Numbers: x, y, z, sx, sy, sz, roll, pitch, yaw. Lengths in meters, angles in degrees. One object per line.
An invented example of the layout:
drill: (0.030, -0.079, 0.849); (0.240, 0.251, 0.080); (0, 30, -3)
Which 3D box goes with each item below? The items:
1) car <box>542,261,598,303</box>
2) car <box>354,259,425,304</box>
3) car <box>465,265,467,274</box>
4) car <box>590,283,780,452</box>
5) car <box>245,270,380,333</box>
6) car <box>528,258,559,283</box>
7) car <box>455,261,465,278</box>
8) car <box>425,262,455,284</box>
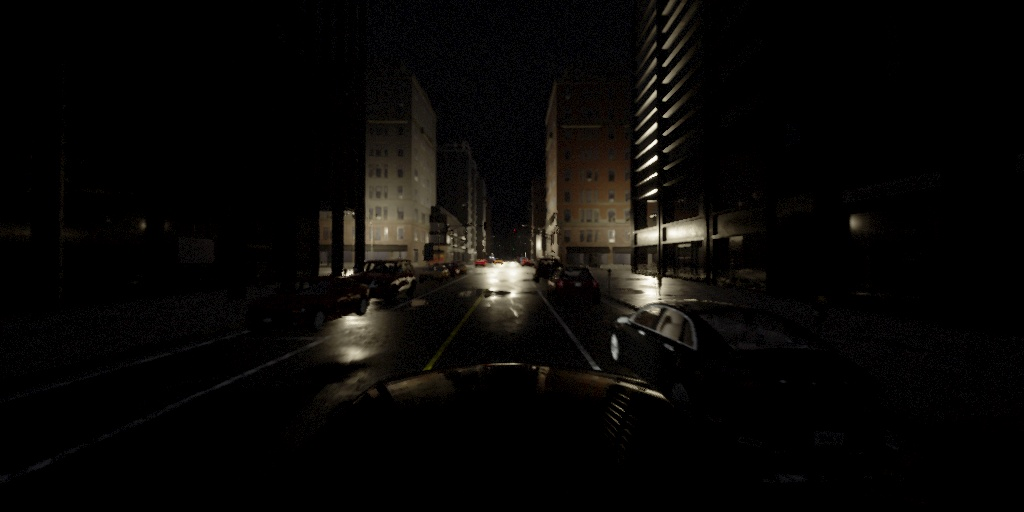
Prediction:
car: (2.669, 1.193, 16.452); (1.967, 1.591, 4.097); (0, 0, 0)
car: (-5.857, 1.068, 16.460); (2.192, 1.841, 5.009); (0, 0, 0)
car: (-5.858, 1.284, 38.788); (1.751, 1.417, 4.829); (0, 0, 0)
car: (2.669, 1.301, 5.203); (2.007, 1.370, 4.403); (0, 0, 0)
car: (-5.857, 1.297, 10.835); (1.888, 1.381, 4.507); (0, 0, 0)
car: (2.669, 1.070, 27.701); (2.192, 1.841, 5.009); (0, 0, 0)
car: (-5.857, 1.302, 33.334); (1.888, 1.381, 4.507); (0, 0, 0)
car: (-5.857, 1.281, 27.539); (1.751, 1.417, 4.829); (0, 0, 0)
